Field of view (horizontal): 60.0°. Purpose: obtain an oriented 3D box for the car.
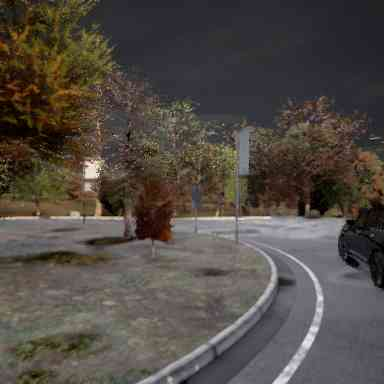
[{"bbox_3d":[5.884,1.376,9.466,2.150,2.045,5.566,1,0,11],"label":"car"}]
